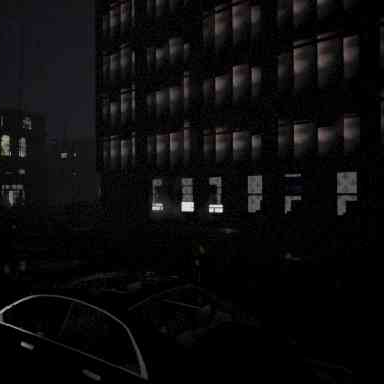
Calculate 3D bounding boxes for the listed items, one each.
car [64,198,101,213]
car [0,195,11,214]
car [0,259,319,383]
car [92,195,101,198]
[{"bbox_3d":[-12.191,1.683,37.295,1.802,1.307,4.206,-1,-1,36],"label":"car"},{"bbox_3d":[-21.699,1.315,34.205,2.150,2.045,5.566,0,-1,36],"label":"car"},{"bbox_3d":[-0.982,1.551,3.579,4.403,1.369,2.008,0,0,35],"label":"car"},{"bbox_3d":[-12.715,1.391,46.392,2.150,2.045,5.566,0,-1,36],"label":"car"}]
